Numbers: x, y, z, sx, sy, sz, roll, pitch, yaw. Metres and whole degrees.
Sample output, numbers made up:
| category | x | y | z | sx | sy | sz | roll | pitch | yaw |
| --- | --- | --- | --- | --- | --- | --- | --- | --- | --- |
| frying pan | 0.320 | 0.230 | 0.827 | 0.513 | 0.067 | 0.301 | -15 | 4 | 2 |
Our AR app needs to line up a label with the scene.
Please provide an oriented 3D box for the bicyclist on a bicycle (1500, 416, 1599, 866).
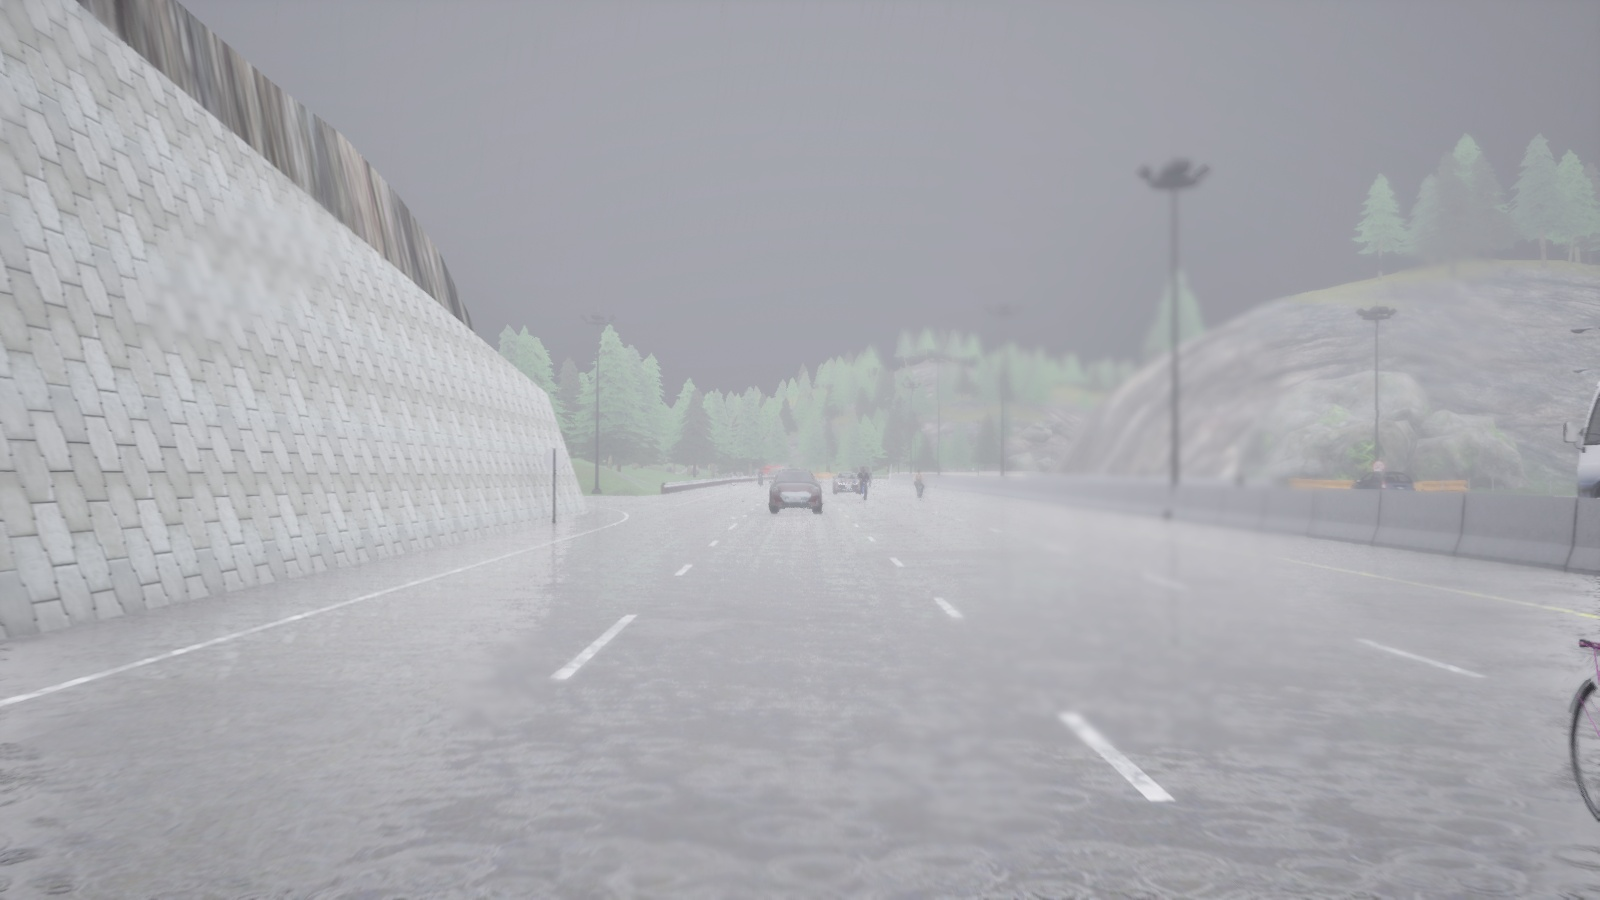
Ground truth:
| category | x | y | z | sx | sy | sz | roll | pitch | yaw |
| --- | --- | --- | --- | --- | --- | --- | --- | --- | --- |
| bicyclist on a bicycle | 3.488 | 0.751 | 4.721 | 0.659 | 1.776 | 1.843 | 0 | -1 | 0 |

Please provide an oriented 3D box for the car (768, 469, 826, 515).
| category | x | y | z | sx | sy | sz | roll | pitch | yaw |
| --- | --- | --- | --- | --- | --- | --- | --- | --- | --- |
| car | -0.114 | 1.532 | 47.029 | 2.033 | 1.649 | 4.856 | 0 | -1 | 0 |

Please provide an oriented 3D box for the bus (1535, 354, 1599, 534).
| category | x | y | z | sx | sy | sz | roll | pitch | yaw |
| --- | --- | --- | --- | --- | --- | --- | --- | --- | --- |
| bus | 20.928 | -0.191 | 27.201 | 3.944 | 4.253 | 10.273 | 0 | -1 | 0 |

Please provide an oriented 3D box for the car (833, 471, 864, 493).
| category | x | y | z | sx | sy | sz | roll | pitch | yaw |
| --- | --- | --- | --- | --- | --- | --- | --- | --- | --- |
| car | 3.290 | 2.214 | 86.535 | 1.970 | 1.475 | 3.806 | 0 | -1 | 0 |

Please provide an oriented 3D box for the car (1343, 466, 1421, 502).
| category | x | y | z | sx | sy | sz | roll | pitch | yaw |
| --- | --- | --- | --- | --- | --- | --- | --- | --- | --- |
| car | 27.853 | 1.609 | 60.212 | 1.851 | 1.617 | 3.988 | 0 | -1 | 0 |
